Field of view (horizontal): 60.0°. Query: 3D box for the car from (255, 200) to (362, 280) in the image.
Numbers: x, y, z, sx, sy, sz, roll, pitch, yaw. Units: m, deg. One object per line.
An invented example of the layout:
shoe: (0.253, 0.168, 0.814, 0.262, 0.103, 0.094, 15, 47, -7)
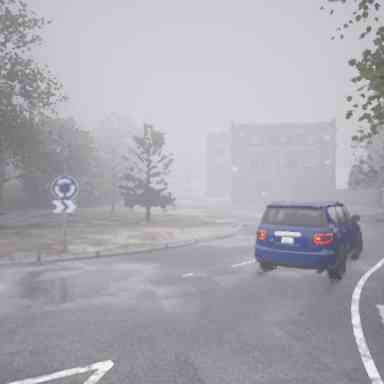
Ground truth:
car: (3.849, 1.275, 10.471, 2.150, 2.045, 5.566, 0, 0, 33)
